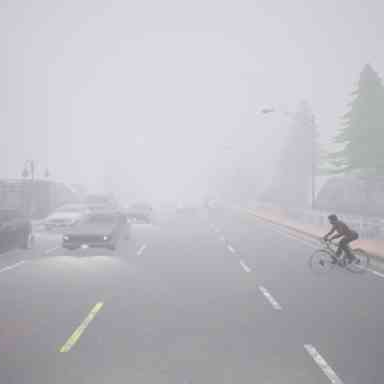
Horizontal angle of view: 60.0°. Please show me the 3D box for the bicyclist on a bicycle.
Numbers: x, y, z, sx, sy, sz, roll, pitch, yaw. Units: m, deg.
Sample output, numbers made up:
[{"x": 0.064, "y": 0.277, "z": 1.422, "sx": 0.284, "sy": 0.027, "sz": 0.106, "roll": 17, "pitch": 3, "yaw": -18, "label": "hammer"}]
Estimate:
[{"x": 4.000, "y": 1.437, "z": 9.047, "sx": 1.656, "sy": 1.620, "sz": 0.582, "roll": -1, "pitch": 0, "yaw": -1, "label": "bicyclist on a bicycle"}]

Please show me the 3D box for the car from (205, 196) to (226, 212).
[{"x": 2.842, "y": 1.517, "z": 39.388, "sx": 1.812, "sy": 1.442, "sz": 4.674, "roll": 0, "pitch": 0, "yaw": -1, "label": "car"}]

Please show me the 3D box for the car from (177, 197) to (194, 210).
[{"x": -0.833, "y": 1.482, "z": 44.769, "sx": 2.128, "sy": 1.511, "sz": 4.902, "roll": 0, "pitch": 0, "yaw": -1, "label": "car"}]

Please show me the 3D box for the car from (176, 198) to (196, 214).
[{"x": -0.599, "y": 1.518, "z": 35.514, "sx": 1.812, "sy": 1.442, "sz": 4.674, "roll": 0, "pitch": 0, "yaw": -1, "label": "car"}]

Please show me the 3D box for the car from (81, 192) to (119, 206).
[{"x": -7.487, "y": 1.155, "z": 26.756, "sx": 2.150, "sy": 2.045, "sz": 5.566, "roll": 0, "pitch": 3, "yaw": -1, "label": "car"}]

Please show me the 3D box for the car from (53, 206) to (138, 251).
[{"x": -3.840, "y": 1.544, "z": 14.399, "sx": 2.033, "sy": 1.411, "sz": 5.357, "roll": 0, "pitch": 0, "yaw": -1, "label": "car"}]

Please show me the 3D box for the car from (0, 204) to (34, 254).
[{"x": -7.283, "y": 1.349, "z": 11.260, "sx": 2.097, "sy": 1.767, "sz": 4.553, "roll": 0, "pitch": 0, "yaw": -1, "label": "car"}]

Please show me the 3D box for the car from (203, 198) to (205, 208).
[{"x": 2.639, "y": 1.341, "z": 48.370, "sx": 2.097, "sy": 1.767, "sz": 4.553, "roll": 0, "pitch": 0, "yaw": 0, "label": "car"}]

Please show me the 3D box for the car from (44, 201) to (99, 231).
[{"x": -7.452, "y": 1.521, "z": 20.631, "sx": 1.812, "sy": 1.442, "sz": 4.674, "roll": 0, "pitch": 0, "yaw": -1, "label": "car"}]

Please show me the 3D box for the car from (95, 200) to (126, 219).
[{"x": -7.641, "y": 1.553, "z": 31.489, "sx": 1.812, "sy": 1.442, "sz": 4.674, "roll": 0, "pitch": 1, "yaw": -1, "label": "car"}]

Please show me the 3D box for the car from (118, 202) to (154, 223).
[{"x": -4.058, "y": 1.542, "z": 25.992, "sx": 2.033, "sy": 1.411, "sz": 5.357, "roll": 0, "pitch": 0, "yaw": -1, "label": "car"}]
